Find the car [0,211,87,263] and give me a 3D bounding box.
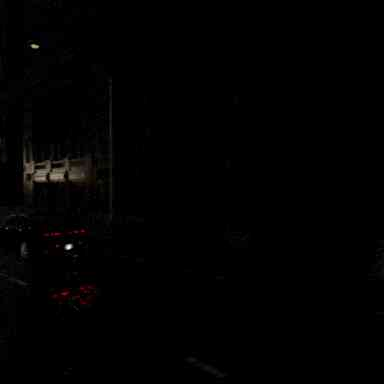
[{"bbox_3d":[-5.603,1.436,11.892,4.892,1.490,1.837,0,1,42],"label":"car"}]
